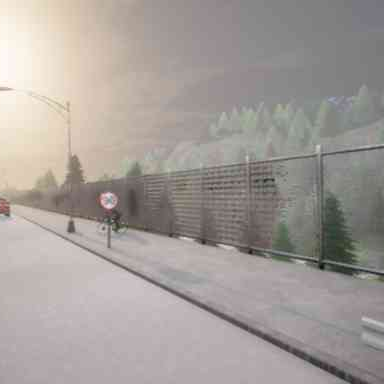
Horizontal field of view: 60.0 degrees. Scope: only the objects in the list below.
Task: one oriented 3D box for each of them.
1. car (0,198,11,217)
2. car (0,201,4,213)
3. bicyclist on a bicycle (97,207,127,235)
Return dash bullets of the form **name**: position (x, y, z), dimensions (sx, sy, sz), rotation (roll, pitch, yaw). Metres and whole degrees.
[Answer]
- **car**: position (-21.051, 1.665, 36.112), dimensions (2.150, 2.045, 5.566), rotation (-1, 0, -32)
- **car**: position (-26.583, 2.039, 44.743), dimensions (1.882, 1.535, 5.008), rotation (-1, 0, -32)
- **bicyclist on a bicycle**: position (-4.181, 1.424, 17.475), dimensions (1.656, 1.620, 0.582), rotation (-2, 0, -32)
